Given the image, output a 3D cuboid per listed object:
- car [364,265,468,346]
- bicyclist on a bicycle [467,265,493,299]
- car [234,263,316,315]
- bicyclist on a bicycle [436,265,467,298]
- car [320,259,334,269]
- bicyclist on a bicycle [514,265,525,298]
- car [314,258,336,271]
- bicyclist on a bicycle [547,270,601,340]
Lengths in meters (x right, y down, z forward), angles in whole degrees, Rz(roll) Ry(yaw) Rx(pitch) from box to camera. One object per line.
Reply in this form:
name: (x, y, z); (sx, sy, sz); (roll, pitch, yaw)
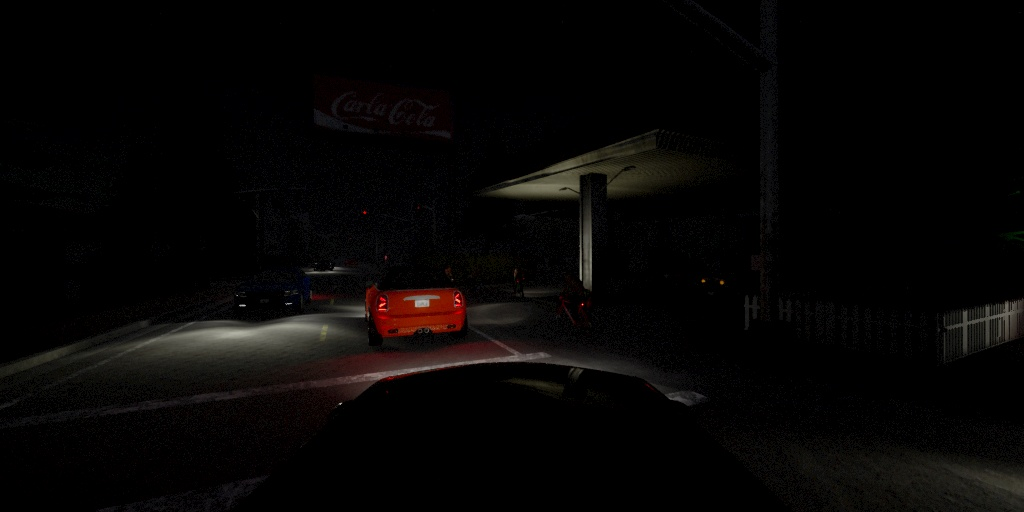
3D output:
car: (-2.722, 1.013, 9.456); (2.097, 1.767, 4.553); (0, 0, -23)
bicyclist on a bicycle: (-1.741, 1.282, 17.884); (1.656, 1.620, 0.582); (1, 0, -23)
car: (-8.797, 1.171, 13.542); (1.882, 1.535, 5.008); (1, -1, -24)
bicyclist on a bicycle: (-3.014, 1.253, 16.470); (1.656, 1.620, 0.582); (1, 0, 36)
car: (-28.589, 1.200, 55.559); (1.837, 1.490, 4.892); (0, 0, -25)
bicyclist on a bicycle: (0.364, 1.283, 18.051); (0.582, 1.620, 1.656); (0, 0, 15)
car: (-24.451, 1.044, 46.596); (2.097, 1.767, 4.553); (0, 0, -25)
bicyclist on a bicycle: (1.504, 1.185, 8.866); (0.582, 1.620, 1.656); (3, -2, -44)
